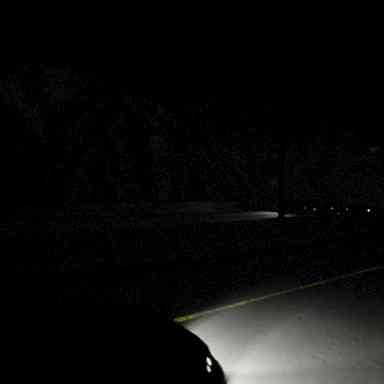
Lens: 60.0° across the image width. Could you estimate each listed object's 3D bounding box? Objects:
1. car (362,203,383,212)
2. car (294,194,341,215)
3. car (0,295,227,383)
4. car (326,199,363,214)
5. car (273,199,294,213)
[{"bbox_3d":[17.263,1.640,29.013,4.718,1.301,1.895,0,0,-35],"label":"car"},{"bbox_3d":[13.671,1.261,35.039,5.566,2.045,2.150,1,0,-35],"label":"car"},{"bbox_3d":[-1.724,1.561,2.552,4.181,1.385,1.994,0,0,-35],"label":"car"},{"bbox_3d":[15.397,1.638,31.978,4.718,1.301,1.895,0,0,-35],"label":"car"},{"bbox_3d":[11.319,1.538,37.669,4.892,1.490,1.837,1,0,-35],"label":"car"}]
